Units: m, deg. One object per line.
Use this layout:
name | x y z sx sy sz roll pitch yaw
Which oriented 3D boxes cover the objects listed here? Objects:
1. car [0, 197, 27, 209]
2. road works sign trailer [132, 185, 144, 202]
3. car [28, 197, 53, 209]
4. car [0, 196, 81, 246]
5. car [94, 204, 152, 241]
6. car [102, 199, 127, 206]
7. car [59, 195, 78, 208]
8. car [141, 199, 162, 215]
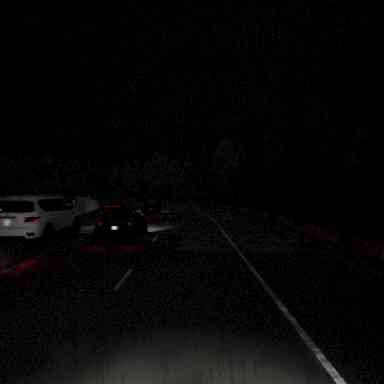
car | -23.924 1.471 44.751 2.033 1.411 5.357 0 0 -14
road works sign trailer | -12.121 0.341 73.092 2.380 3.560 2.880 0 0 -30
car | -20.331 1.470 44.786 2.033 1.411 5.357 0 0 -13
car | -6.903 1.195 15.139 2.150 2.045 5.566 0 0 0
car | -3.407 1.536 16.578 1.994 1.385 4.181 0 0 0
car | -7.476 1.450 32.077 1.837 1.490 4.892 0 0 -5
car | -17.425 1.271 47.260 2.097 1.767 4.553 0 0 -15
car | -4.116 1.421 33.548 1.882 1.535 5.008 0 0 -6
